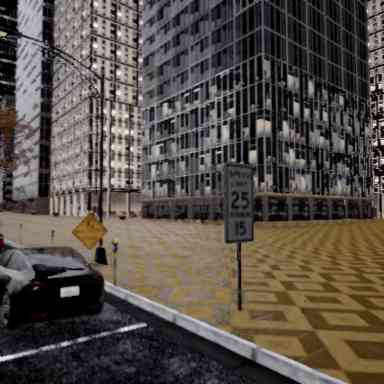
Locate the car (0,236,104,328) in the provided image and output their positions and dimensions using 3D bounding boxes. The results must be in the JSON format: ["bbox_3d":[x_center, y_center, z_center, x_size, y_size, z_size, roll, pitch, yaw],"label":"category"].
[{"bbox_3d":[-3.495,1.892,7.605,1.947,1.339,4.313,4,-4,-38],"label":"car"}]

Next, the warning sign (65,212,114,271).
[{"bbox_3d":[-3.500,1.622,11.401,1.300,1.860,1.060,1,-4,-39],"label":"warning sign"}]

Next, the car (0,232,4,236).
[{"bbox_3d":[-10.443,2.234,16.303,1.887,1.381,4.507,4,-4,-38],"label":"car"}]
